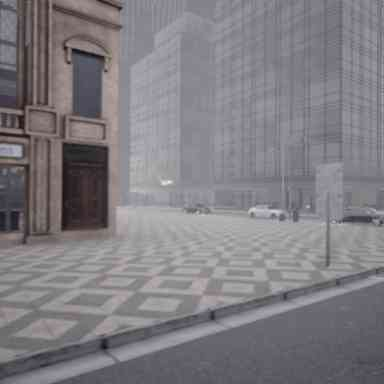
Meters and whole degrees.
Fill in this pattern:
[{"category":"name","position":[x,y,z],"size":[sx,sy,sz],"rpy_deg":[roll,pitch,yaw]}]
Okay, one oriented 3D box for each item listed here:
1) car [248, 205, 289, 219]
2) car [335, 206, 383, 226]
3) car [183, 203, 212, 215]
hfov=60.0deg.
[{"category":"car","position":[7.950,2.109,34.961],"size":[1.812,1.442,4.674],"rpy_deg":[1,-1,-36]},{"category":"car","position":[13.788,1.923,26.909],"size":[2.128,1.511,4.902],"rpy_deg":[1,-1,-36]},{"category":"car","position":[0.678,2.277,44.993],"size":[1.837,1.490,4.892],"rpy_deg":[1,-1,-36]}]
